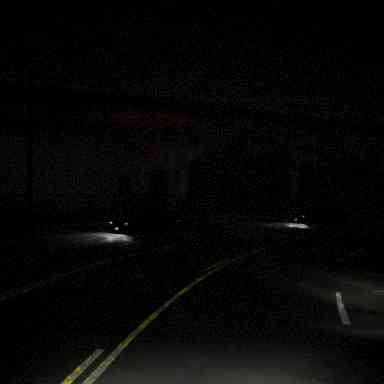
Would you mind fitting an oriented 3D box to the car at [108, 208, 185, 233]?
[{"bbox_3d":[-2.718,1.752,21.349,2.033,1.411,5.357,0,-1,38],"label":"car"}]

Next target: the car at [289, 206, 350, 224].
[{"bbox_3d":[10.641,1.850,27.654,5.357,1.411,2.033,0,-1,-26],"label":"car"}]
